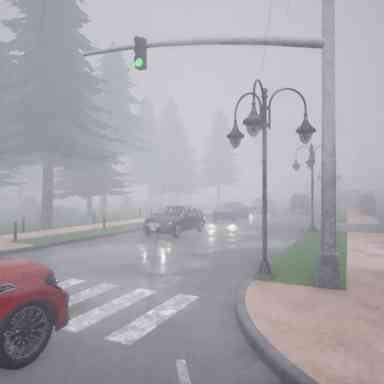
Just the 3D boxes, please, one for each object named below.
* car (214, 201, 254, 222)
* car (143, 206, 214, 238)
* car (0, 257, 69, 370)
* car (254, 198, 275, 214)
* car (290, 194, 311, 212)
[{"bbox_3d":[3.188,1.533,26.904,1.882,1.535,5.008,0,0,25],"label":"car"},{"bbox_3d":[-0.843,1.529,18.277,2.128,1.511,4.902,0,0,25],"label":"car"},{"bbox_3d":[-3.777,1.347,3.088,2.150,2.045,5.566,0,0,24],"label":"car"},{"bbox_3d":[7.742,1.427,36.766,2.097,1.767,4.553,0,0,24],"label":"car"},{"bbox_3d":[12.924,1.308,39.425,2.150,2.045,5.566,0,0,23],"label":"car"}]
